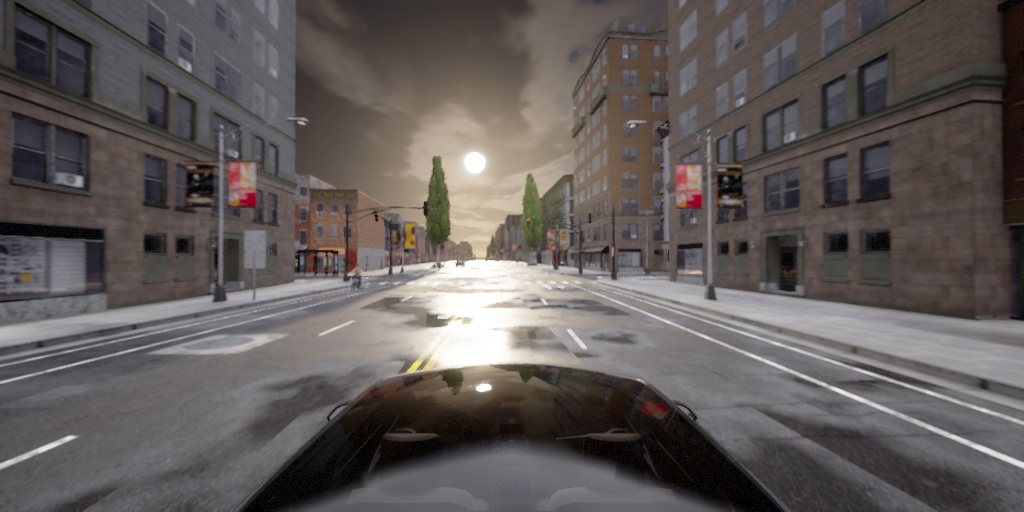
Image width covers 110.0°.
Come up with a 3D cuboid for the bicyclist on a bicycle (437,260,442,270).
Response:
[{"bbox_3d":[-11.486,1.440,56.562,0.866,1.612,1.509,0,0,-5],"label":"bicyclist on a bicycle"}]

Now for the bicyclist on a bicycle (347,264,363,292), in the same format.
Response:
[{"bbox_3d":[-9.116,1.275,20.997,0.866,1.612,1.509,0,0,-2],"label":"bicyclist on a bicycle"}]
